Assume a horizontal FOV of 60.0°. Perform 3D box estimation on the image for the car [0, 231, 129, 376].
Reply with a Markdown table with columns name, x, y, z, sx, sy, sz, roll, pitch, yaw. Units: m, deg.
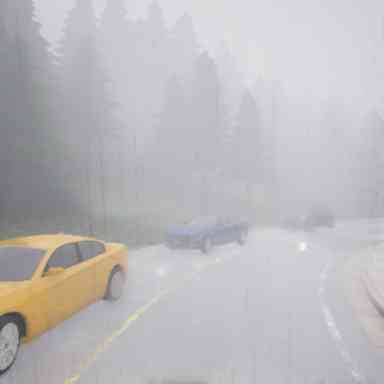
| name | x | y | z | sx | sy | sz | roll | pitch | yaw |
| --- | --- | --- | --- | --- | --- | --- | --- | --- | --- |
| car | -2.858 | 1.558 | 6.001 | 1.882 | 1.535 | 5.008 | 0 | -1 | 14 |

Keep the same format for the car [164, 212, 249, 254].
| name | x | y | z | sx | sy | sz | roll | pitch | yaw |
| --- | --- | --- | --- | --- | --- | --- | --- | --- | --- |
| car | 0.810 | 1.668 | 14.834 | 1.882 | 1.535 | 5.008 | -1 | -1 | 35 |

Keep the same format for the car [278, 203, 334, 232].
| name | x | y | z | sx | sy | sz | roll | pitch | yaw |
| --- | --- | --- | --- | --- | --- | --- | --- | --- | --- |
| car | 7.796 | 1.637 | 22.662 | 4.553 | 1.767 | 2.097 | 1 | -1 | -42 |
